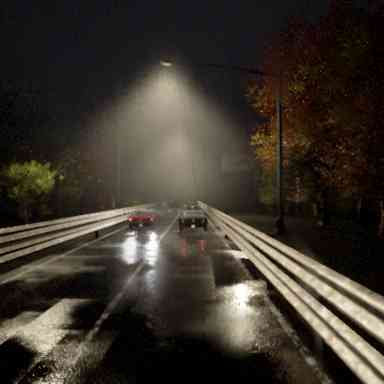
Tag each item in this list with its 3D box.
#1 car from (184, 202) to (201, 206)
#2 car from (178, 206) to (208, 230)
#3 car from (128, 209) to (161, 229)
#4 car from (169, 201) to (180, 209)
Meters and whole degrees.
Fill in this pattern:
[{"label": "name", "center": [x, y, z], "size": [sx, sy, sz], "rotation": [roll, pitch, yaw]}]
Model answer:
[{"label": "car", "center": [0.046, 1.981, 41.673], "size": [2.097, 1.767, 4.553], "rotation": [0, -1, 0]}, {"label": "car", "center": [0.072, 1.923, 23.398], "size": [1.895, 1.301, 4.718], "rotation": [0, -1, 0]}, {"label": "car", "center": [-3.378, 1.938, 24.242], "size": [1.895, 1.301, 4.718], "rotation": [0, -1, 0]}, {"label": "car", "center": [-3.374, 2.495, 64.668], "size": [1.882, 1.535, 5.008], "rotation": [0, -1, 0]}]
